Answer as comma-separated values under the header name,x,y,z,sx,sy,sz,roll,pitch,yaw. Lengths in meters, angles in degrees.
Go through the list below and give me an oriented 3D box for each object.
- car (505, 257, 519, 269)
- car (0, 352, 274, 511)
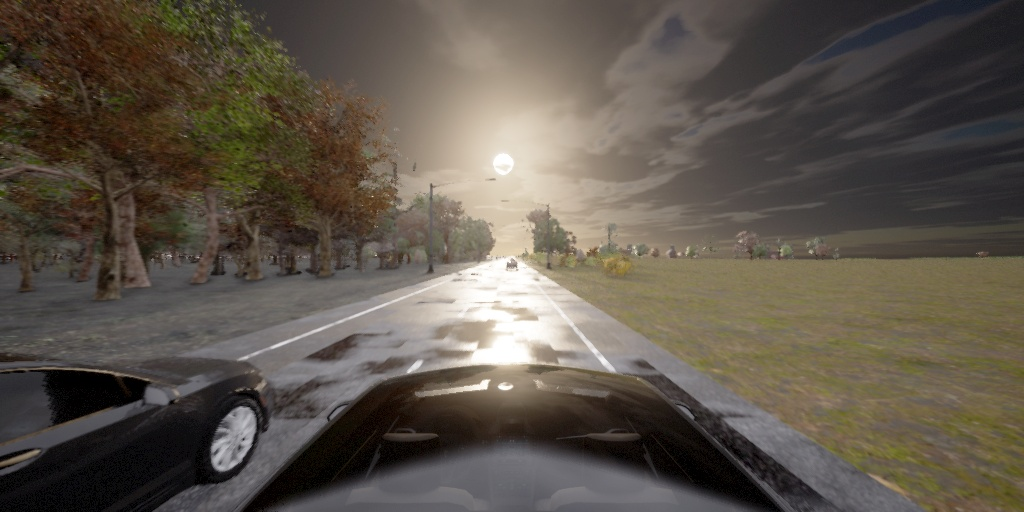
name,x,y,z,sx,sy,sz,roll,pitch,yaw
car,-0.011,1.337,56.592,2.128,1.511,4.902,0,0,0
car,-3.399,1.255,1.764,1.837,1.490,4.892,0,0,0
